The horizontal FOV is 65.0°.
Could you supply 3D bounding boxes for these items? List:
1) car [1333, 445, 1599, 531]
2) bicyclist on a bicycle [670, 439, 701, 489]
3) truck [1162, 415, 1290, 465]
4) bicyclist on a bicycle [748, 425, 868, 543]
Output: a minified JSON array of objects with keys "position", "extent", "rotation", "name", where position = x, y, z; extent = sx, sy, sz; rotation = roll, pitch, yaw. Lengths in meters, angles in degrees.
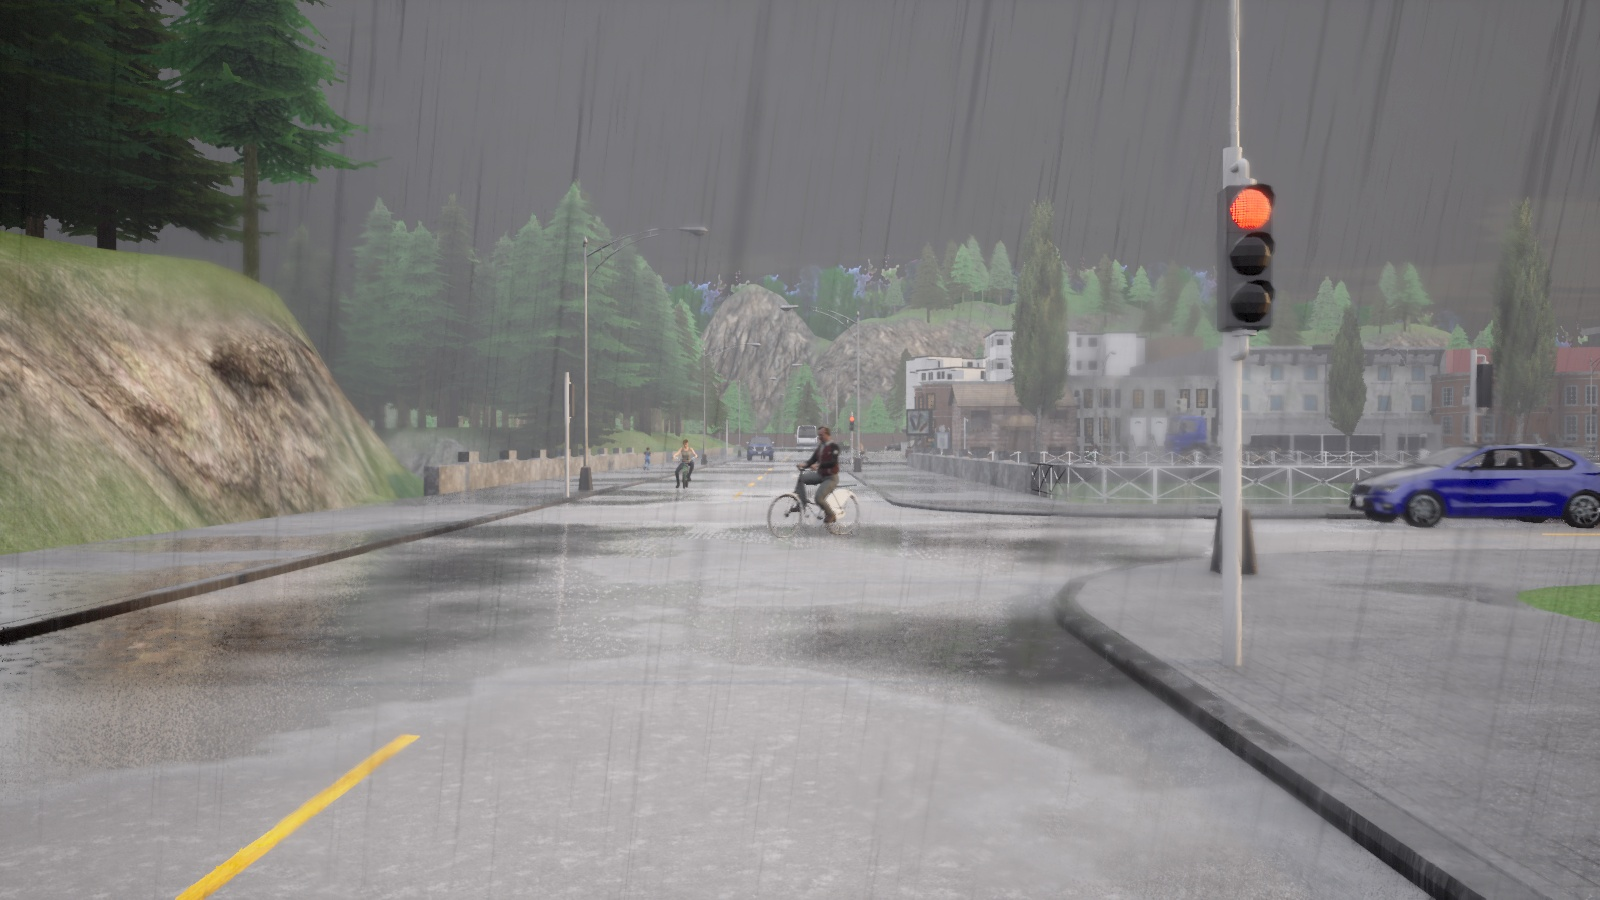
[{"position":[11.978,0.643,22.381],"extent":[4.193,1.474,1.816],"rotation":[0,0,0],"name":"car"},{"position":[-3.753,0.448,41.180],"extent":[0.866,1.612,1.509],"rotation":[0,0,0],"name":"bicyclist on a bicycle"},{"position":[29.753,-0.709,87.929],"extent":[7.936,3.462,2.891],"rotation":[0,0,0],"name":"truck"},{"position":[0.139,0.506,19.719],"extent":[1.843,1.776,0.659],"rotation":[0,2,-38],"name":"bicyclist on a bicycle"}]
